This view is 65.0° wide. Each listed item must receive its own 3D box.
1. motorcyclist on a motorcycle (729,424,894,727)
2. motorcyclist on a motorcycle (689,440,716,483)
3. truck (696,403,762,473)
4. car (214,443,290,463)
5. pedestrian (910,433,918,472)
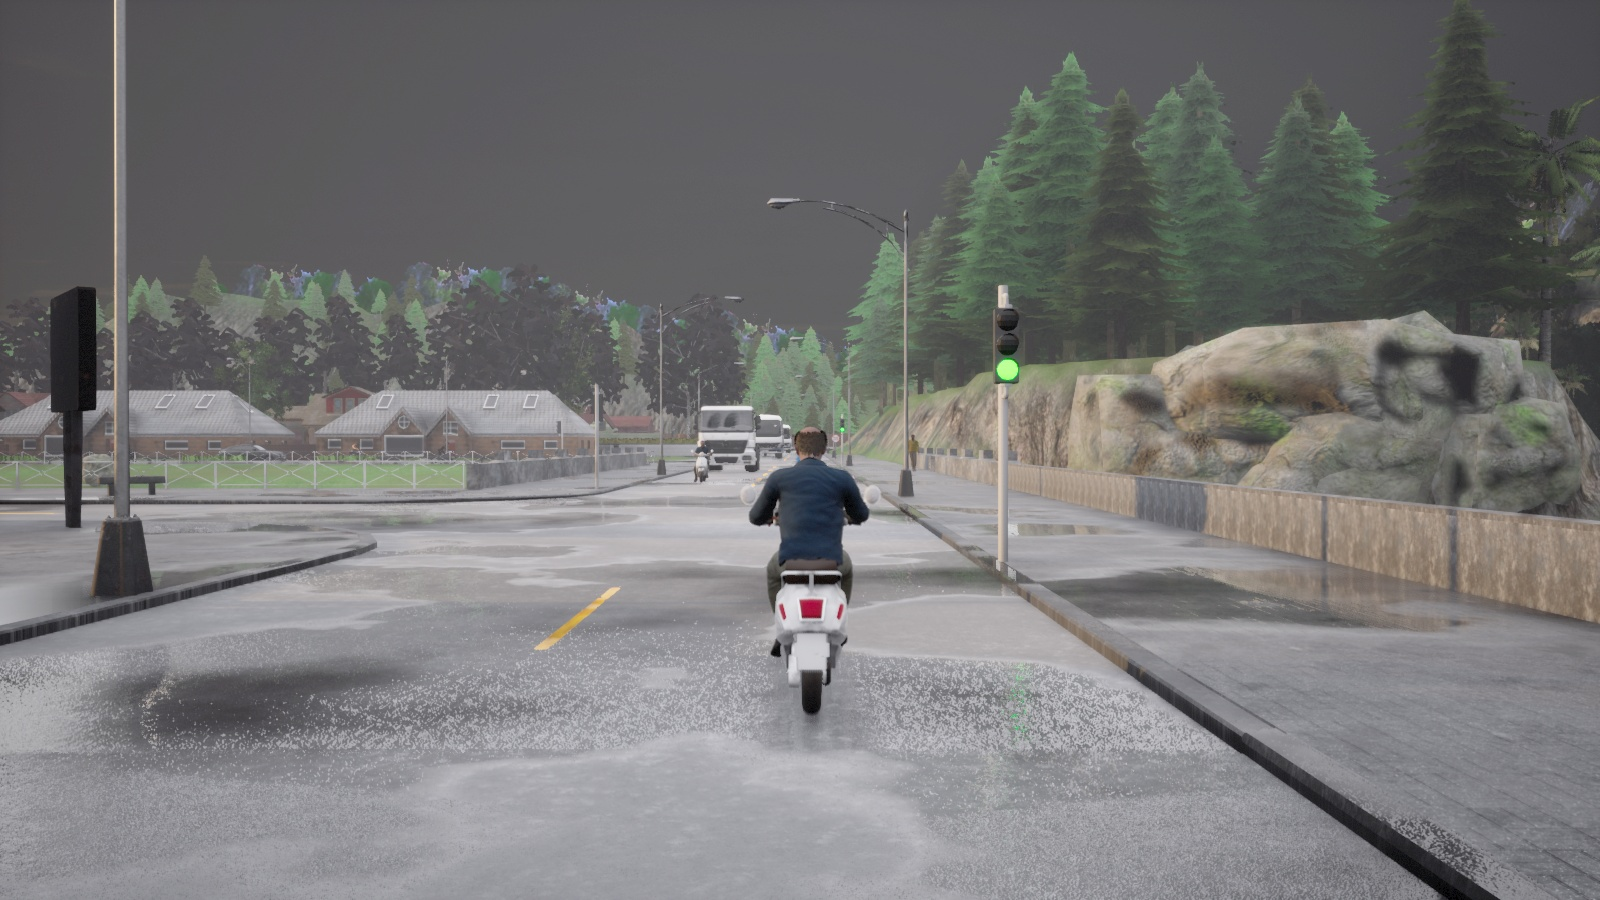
[{"bbox_3d":[0.063,0.658,7.506,0.866,1.590,1.817,0,0,0],"label":"motorcyclist on a motorcycle"},{"bbox_3d":[-3.717,0.426,48.000,0.866,1.590,1.817,0,0,0],"label":"motorcyclist on a motorcycle"},{"bbox_3d":[-3.608,-0.609,65.680,2.891,3.462,7.936,0,0,1],"label":"truck"},{"bbox_3d":[-39.466,0.230,90.480,4.674,1.442,1.812,0,0,0],"label":"car"},{"bbox_3d":[5.404,0.124,59.715,0.370,1.835,0.726,0,0,4],"label":"pedestrian"}]
